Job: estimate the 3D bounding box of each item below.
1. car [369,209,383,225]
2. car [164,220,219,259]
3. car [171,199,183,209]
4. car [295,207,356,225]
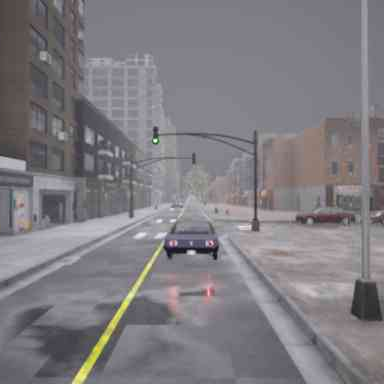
[{"bbox_3d":[15.834,1.733,26.013,4.097,1.590,1.967,0,-1,0],"label":"car"},{"bbox_3d":[0.089,1.752,13.251,1.895,1.301,4.718,0,-1,3],"label":"car"},{"bbox_3d":[-2.788,2.189,61.707,2.097,1.767,4.553,0,-1,1],"label":"car"},{"bbox_3d":[10.370,1.843,26.017,4.507,1.381,1.887,0,-1,0],"label":"car"}]
